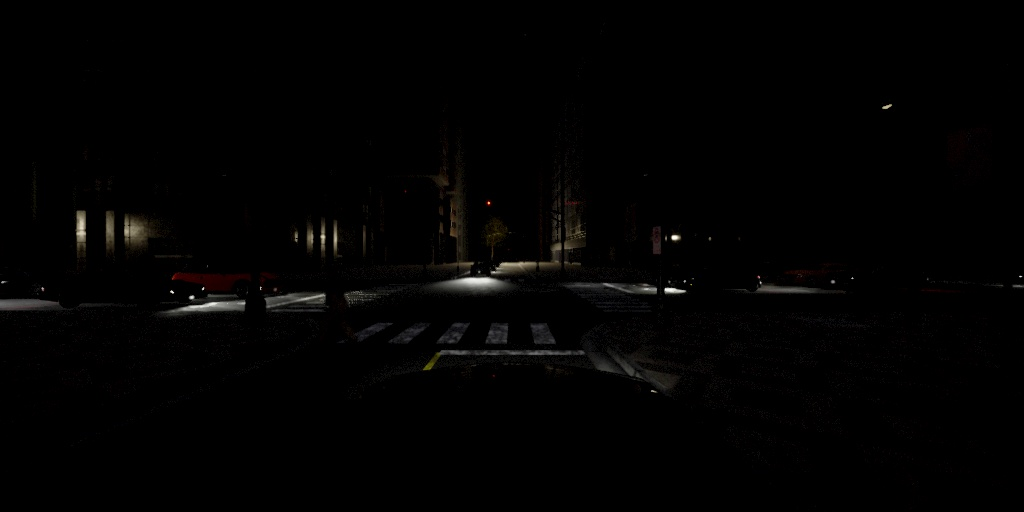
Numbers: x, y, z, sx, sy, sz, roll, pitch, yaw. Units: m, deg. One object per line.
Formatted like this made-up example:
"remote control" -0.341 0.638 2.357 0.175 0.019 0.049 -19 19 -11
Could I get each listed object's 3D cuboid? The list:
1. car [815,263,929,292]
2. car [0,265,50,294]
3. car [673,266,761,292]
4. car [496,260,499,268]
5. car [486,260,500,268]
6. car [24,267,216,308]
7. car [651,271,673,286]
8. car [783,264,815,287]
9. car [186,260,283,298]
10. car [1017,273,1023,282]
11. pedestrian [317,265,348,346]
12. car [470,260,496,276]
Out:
"car" 21.364 1.256 21.084 4.902 1.511 2.128 0 0 1
"car" -23.917 1.220 17.826 4.902 1.511 2.128 0 0 0
"car" 12.184 1.317 21.125 4.181 1.385 1.994 0 0 0
"car" -3.105 1.240 47.658 1.837 1.490 4.892 0 0 0
"car" -3.107 1.295 59.472 1.994 1.385 4.181 0 0 0
"car" -15.635 1.289 14.540 5.357 1.411 2.033 0 0 0
"car" 12.094 1.347 24.377 4.718 1.301 1.895 0 0 3
"car" 21.230 1.235 24.335 5.008 1.535 1.882 0 0 0
"car" -13.977 1.088 17.784 4.553 1.767 2.097 0 0 0
"car" 37.935 1.329 24.242 5.357 1.411 2.033 0 0 1
"pedestrian" -3.929 1.042 7.857 0.375 1.860 0.375 0 0 0
"car" -3.085 1.230 36.106 2.128 1.511 4.902 0 0 0
